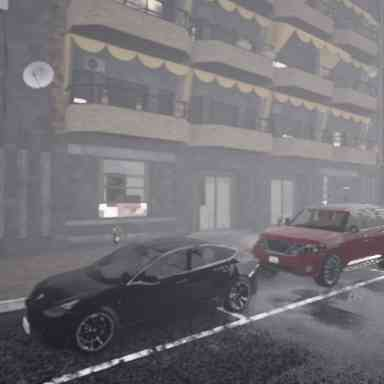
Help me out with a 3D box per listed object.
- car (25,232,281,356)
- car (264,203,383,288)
[{"bbox_3d":[-0.626,1.555,6.094,4.313,1.339,1.947,0,1,-35],"label":"car"},{"bbox_3d":[4.005,1.283,9.389,5.009,1.841,2.192,0,1,-35],"label":"car"}]
